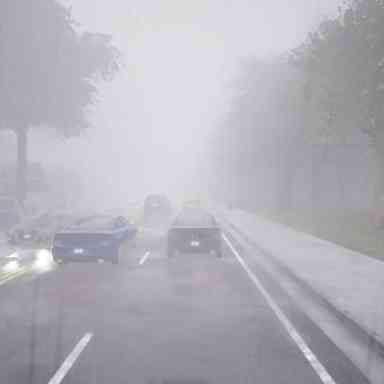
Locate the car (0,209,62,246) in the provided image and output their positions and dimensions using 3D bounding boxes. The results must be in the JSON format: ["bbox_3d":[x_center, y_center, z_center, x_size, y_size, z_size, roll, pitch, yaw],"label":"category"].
[{"bbox_3d":[-6.606,1.583,15.327,1.994,1.385,4.181,0,0,0],"label":"car"}]

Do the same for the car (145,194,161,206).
[{"bbox_3d":[-6.577,1.302,56.584,2.150,2.045,5.566,0,0,1],"label":"car"}]

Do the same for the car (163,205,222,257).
[{"bbox_3d":[0.093,1.494,13.077,1.882,1.535,5.008,0,0,0],"label":"car"}]

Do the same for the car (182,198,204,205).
[{"bbox_3d":[0.087,1.391,31.490,2.097,1.767,4.553,0,0,0],"label":"car"}]

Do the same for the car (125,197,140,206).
[{"bbox_3d":[-9.831,1.605,55.631,1.812,1.442,4.674,0,0,0],"label":"car"}]

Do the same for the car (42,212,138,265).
[{"bbox_3d":[-3.157,1.492,11.745,1.882,1.535,5.008,0,0,0],"label":"car"}]

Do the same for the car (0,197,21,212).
[{"bbox_3d":[-9.855,1.241,15.027,2.150,2.045,5.566,0,0,0],"label":"car"}]

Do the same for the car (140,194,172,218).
[{"bbox_3d":[-3.162,1.260,30.982,2.150,2.045,5.566,0,0,0],"label":"car"}]
